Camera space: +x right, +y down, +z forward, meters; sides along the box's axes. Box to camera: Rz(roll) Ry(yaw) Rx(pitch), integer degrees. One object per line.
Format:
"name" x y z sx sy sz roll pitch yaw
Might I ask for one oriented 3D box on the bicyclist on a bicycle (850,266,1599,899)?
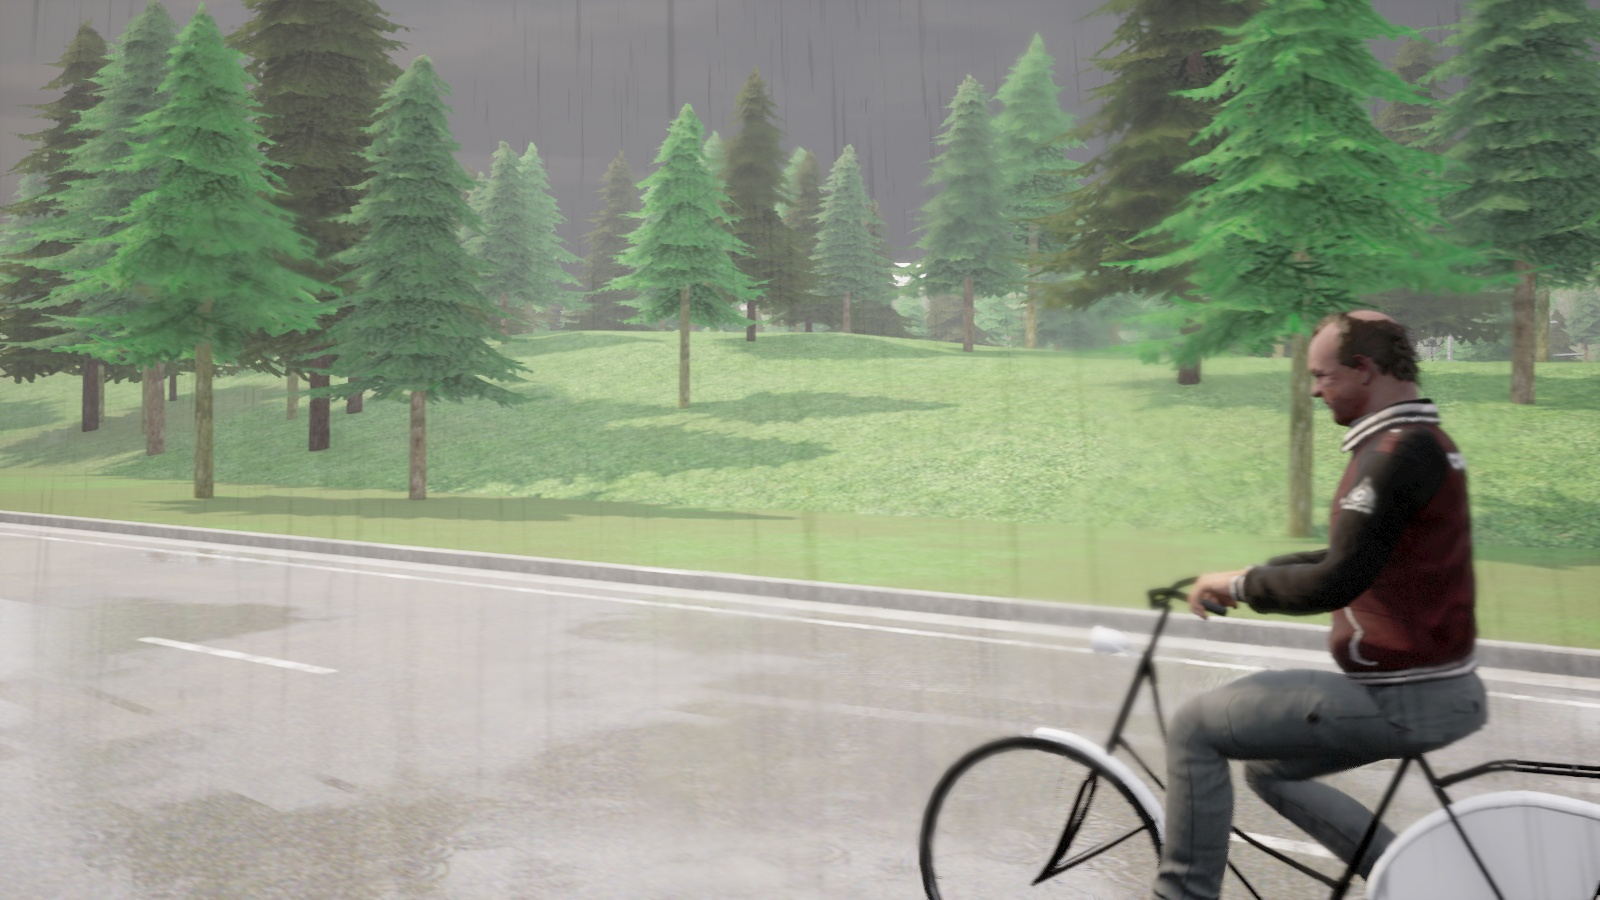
"bicyclist on a bicycle" 1.082 0.553 2.902 1.843 1.776 0.659 0 1 34
